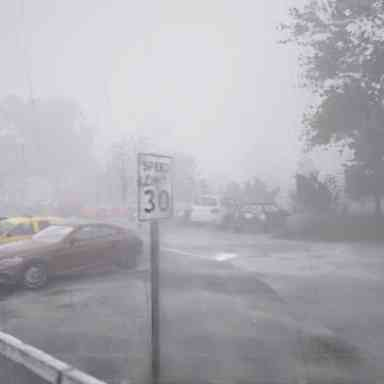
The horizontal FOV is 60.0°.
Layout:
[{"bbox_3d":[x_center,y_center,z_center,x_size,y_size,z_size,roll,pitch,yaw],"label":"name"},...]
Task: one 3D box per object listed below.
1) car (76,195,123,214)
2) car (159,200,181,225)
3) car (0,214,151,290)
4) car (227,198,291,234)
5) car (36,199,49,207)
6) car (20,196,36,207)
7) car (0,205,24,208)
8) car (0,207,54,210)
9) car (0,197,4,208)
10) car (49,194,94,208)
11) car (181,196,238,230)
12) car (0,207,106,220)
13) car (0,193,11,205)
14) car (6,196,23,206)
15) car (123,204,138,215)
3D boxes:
[{"bbox_3d":[-6.978,1.345,28.060,2.185,1.767,4.553,0,0,36],"label":"car"},{"bbox_3d":[-0.259,1.373,23.307,2.185,1.767,4.553,0,0,36],"label":"car"},{"bbox_3d":[-3.398,1.559,9.435,2.002,1.452,4.674,0,-1,36],"label":"car"},{"bbox_3d":[4.329,1.393,19.932,2.185,1.767,4.553,0,0,36],"label":"car"},{"bbox_3d":[-11.475,1.447,31.560,1.946,1.575,5.366,0,0,36],"label":"car"},{"bbox_3d":[-13.740,1.441,32.966,2.097,1.535,5.008,0,0,36],"label":"car"},{"bbox_3d":[-10.070,1.531,14.216,2.002,1.452,4.674,0,0,36],"label":"car"},{"bbox_3d":[-7.795,1.530,12.613,2.163,1.488,4.792,0,0,36],"label":"car"},{"bbox_3d":[-27.309,1.375,42.720,2.097,1.535,5.008,0,0,36],"label":"car"},{"bbox_3d":[-9.305,1.209,29.806,2.435,2.045,5.566,0,0,36],"label":"car"},{"bbox_3d":[2.103,1.257,21.606,2.435,2.045,5.566,0,0,36],"label":"car"},{"bbox_3d":[-5.660,1.507,10.814,1.946,1.575,5.366,0,0,36],"label":"car"},{"bbox_3d":[-20.508,1.284,37.864,2.185,1.767,4.553,0,0,36],"label":"car"},{"bbox_3d":[-16.023,1.461,34.564,2.163,1.488,4.792,0,0,36],"label":"car"},{"bbox_3d":[-2.520,1.363,24.932,2.185,1.767,4.553,0,0,36],"label":"car"}]
